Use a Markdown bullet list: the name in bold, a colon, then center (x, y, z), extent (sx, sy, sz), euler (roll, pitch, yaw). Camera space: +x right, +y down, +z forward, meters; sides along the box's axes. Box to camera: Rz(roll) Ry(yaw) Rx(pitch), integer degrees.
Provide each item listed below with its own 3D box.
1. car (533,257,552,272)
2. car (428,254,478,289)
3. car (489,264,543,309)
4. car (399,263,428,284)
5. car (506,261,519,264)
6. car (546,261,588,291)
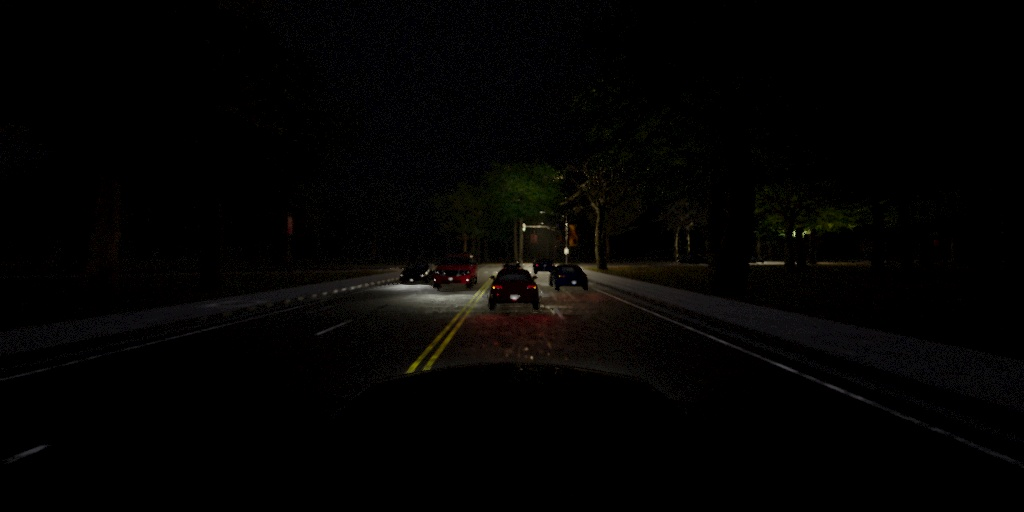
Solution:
- **car**: center (3.290, 0.952, 37.749), extent (2.097, 1.767, 4.553), euler (0, 0, 0)
- **car**: center (-3.383, 0.890, 22.508), extent (2.150, 2.045, 5.566), euler (0, 0, 0)
- **car**: center (0.076, 1.231, 14.618), extent (1.812, 1.442, 4.674), euler (0, 0, 0)
- **car**: center (-6.630, 1.196, 26.344), extent (2.033, 1.411, 5.357), euler (0, 0, 0)
- **car**: center (0.045, 1.185, 32.931), extent (1.994, 1.385, 4.181), euler (0, 0, 0)
- **car**: center (3.300, 1.205, 21.384), extent (1.812, 1.442, 4.674), euler (0, 0, 0)
